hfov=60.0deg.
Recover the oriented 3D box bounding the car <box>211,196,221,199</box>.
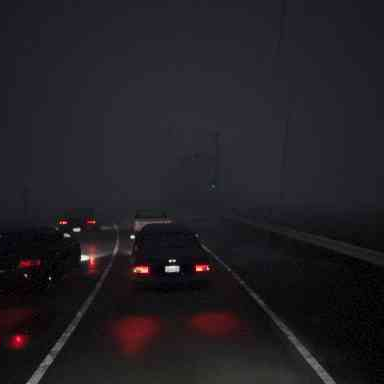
[{"bbox_3d":[7.507,1.220,68.584,5.566,2.045,2.150,0,0,-20],"label":"car"}]

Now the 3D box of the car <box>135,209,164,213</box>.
[{"bbox_3d":[-2.375,1.601,18.476,1.895,1.301,4.718,0,0,-12],"label":"car"}]

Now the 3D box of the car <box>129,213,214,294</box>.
[{"bbox_3d":[-0.695,1.547,8.975,2.033,1.411,5.357,0,0,-7],"label":"car"}]

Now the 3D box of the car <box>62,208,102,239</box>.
[{"bbox_3d":[-5.689,1.526,17.142,1.812,1.442,4.674,0,0,-13],"label":"car"}]

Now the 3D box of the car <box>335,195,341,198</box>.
[{"bbox_3d":[36.967,1.337,86.712,4.181,1.385,1.994,0,0,-38],"label":"car"}]

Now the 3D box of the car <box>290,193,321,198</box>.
[{"bbox_3d":[22.167,1.225,66.431,5.566,2.045,2.150,0,0,-20],"label":"car"}]

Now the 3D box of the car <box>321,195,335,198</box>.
[{"bbox_3d":[29.949,1.540,77.603,5.357,1.411,2.033,0,0,-26],"label":"car"}]

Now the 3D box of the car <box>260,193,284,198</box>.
[{"bbox_3d":[17.260,1.225,72.090,5.566,2.045,2.150,0,0,-20],"label":"car"}]

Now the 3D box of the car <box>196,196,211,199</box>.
[{"bbox_3d":[2.253,1.552,70.401,4.181,1.385,1.994,0,0,-20],"label":"car"}]

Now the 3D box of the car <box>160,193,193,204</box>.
[{"bbox_3d":[-2.686,1.352,57.563,4.553,1.767,2.097,0,0,-20],"label":"car"}]

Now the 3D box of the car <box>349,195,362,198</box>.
[{"bbox_3d":[35.831,1.478,72.985,5.008,1.535,1.882,0,0,-30],"label":"car"}]

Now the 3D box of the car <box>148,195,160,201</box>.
[{"bbox_3d":[-6.925,1.352,67.156,4.553,1.767,2.097,0,0,-20],"label":"car"}]

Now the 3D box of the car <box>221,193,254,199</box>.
[{"bbox_3d":[8.914,1.224,61.727,5.566,2.045,2.150,0,0,-20],"label":"car"}]

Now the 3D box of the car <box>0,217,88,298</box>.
[{"bbox_3d":[-4.210,1.564,8.532,1.994,1.385,4.181,0,0,-6],"label":"car"}]
